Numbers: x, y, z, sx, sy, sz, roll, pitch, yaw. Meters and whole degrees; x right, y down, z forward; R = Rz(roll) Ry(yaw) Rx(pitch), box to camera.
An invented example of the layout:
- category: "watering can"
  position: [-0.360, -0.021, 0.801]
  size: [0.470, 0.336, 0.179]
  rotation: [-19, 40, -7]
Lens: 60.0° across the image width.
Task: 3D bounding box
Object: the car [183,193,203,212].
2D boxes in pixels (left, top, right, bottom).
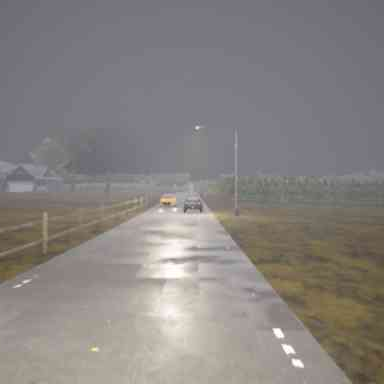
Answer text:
- category: "car"
  position: [0.102, 1.167, 33.236]
  size: [2.128, 1.511, 4.902]
  rotation: [0, 1, 0]

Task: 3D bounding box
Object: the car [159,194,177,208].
- category: "car"
  position: [-2.834, 1.004, 40.110]
  size: [1.882, 1.535, 5.008]
  rotation: [0, 1, 0]

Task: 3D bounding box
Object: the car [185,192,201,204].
- category: "car"
  position: [0.103, 0.857, 46.925]
  size: [2.128, 1.511, 4.902]
  rotation: [0, 1, 0]
